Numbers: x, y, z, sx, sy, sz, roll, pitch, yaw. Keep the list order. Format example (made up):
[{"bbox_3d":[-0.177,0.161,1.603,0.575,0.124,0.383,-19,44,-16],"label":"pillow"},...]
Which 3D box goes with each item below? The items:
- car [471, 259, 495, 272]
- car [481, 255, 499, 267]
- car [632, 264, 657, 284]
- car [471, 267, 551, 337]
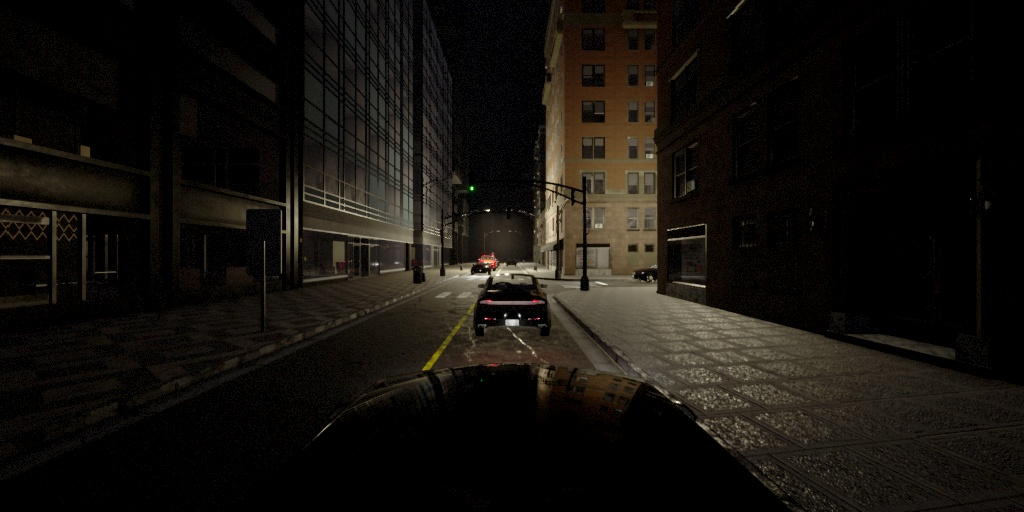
[{"bbox_3d":[-3.210,1.291,38.129,1.994,1.385,4.181,0,0,0],"label":"car"},{"bbox_3d":[-3.232,0.940,47.548,2.150,2.045,5.566,0,0,0],"label":"car"},{"bbox_3d":[11.256,1.198,26.087,4.902,1.511,2.128,0,0,0],"label":"car"},{"bbox_3d":[0.016,1.240,10.261,2.128,1.511,4.902,0,0,0],"label":"car"}]
